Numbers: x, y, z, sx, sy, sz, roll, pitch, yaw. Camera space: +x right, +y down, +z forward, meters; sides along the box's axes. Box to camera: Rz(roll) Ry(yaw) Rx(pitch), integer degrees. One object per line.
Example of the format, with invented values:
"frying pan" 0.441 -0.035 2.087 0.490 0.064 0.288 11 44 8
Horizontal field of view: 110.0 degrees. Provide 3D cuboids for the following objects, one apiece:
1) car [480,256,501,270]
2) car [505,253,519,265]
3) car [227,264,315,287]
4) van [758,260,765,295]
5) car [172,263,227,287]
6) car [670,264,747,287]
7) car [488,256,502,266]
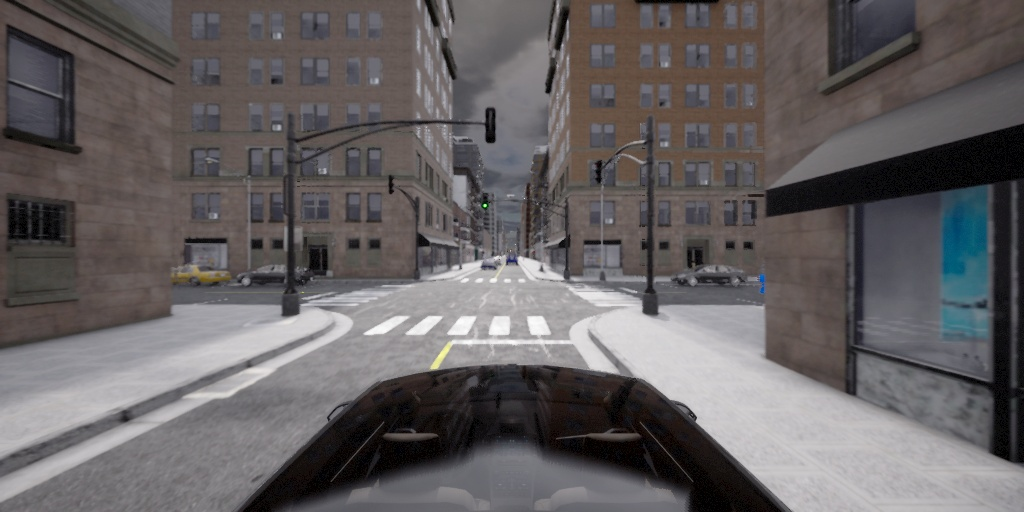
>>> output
"car" -2.828 1.002 44.309 2.033 1.411 5.357 0 0 0
"car" 0.000 0.545 63.168 2.150 2.045 5.566 0 0 0
"car" -14.804 1.176 22.547 4.403 1.370 2.007 0 0 0
"van" 12.275 0.982 14.483 3.998 1.789 1.690 0 0 0
"car" -20.492 1.148 22.555 4.829 1.417 1.751 0 0 0
"car" 12.278 1.186 22.509 4.403 1.370 2.007 0 0 0
"car" -2.791 0.838 59.882 2.128 1.511 4.902 0 0 1
